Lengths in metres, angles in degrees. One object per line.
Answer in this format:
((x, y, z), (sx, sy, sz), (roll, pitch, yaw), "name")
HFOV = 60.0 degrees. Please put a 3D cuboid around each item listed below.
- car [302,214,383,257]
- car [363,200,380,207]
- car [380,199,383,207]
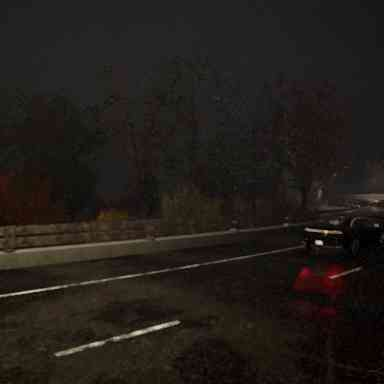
((6.465, 1.684, 13.884), (4.902, 1.511, 2.128), (1, -1, -43), "car")
((38.891, 2.554, 73.789), (2.128, 1.511, 4.902), (0, -1, 7), "car")
((42.339, 2.401, 73.171), (2.097, 1.767, 4.553), (0, -1, 7), "car")
